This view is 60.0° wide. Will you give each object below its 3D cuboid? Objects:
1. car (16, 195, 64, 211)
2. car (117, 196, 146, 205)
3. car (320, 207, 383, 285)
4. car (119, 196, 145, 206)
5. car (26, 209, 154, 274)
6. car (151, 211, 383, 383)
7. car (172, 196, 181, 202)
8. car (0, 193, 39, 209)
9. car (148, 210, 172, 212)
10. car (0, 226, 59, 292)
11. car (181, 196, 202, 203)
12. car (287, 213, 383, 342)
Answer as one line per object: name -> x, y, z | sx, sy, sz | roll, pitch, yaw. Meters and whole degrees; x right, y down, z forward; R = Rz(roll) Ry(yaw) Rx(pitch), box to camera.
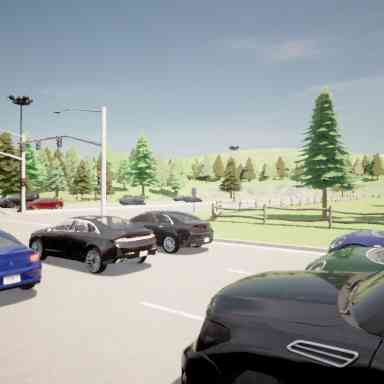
car -> -18.160, 1.478, 40.589 | 1.882, 1.535, 5.008 | 0, 0, 35
car -> -11.315, 1.548, 62.665 | 2.033, 1.411, 5.357 | 0, 0, 35
car -> 5.874, 1.352, 8.400 | 4.553, 1.767, 2.097 | 0, 0, 35
car -> -9.399, 1.564, 53.195 | 1.994, 1.385, 4.181 | 0, 0, 35
car -> -3.305, 1.492, 10.628 | 4.902, 1.511, 2.128 | 0, 0, 36
car -> 2.556, 1.221, 2.169 | 5.566, 2.045, 2.150 | 0, 0, 36
car -> -2.210, 1.519, 75.560 | 2.033, 1.411, 5.357 | 0, 0, 36
car -> -23.373, 1.221, 45.355 | 2.150, 2.045, 5.566 | 0, 0, 35
car -> -1.430, 1.505, 13.590 | 4.892, 1.490, 1.837 | 0, 0, 36
car -> -5.347, 1.526, 7.788 | 4.674, 1.442, 1.812 | 0, 0, 36
car -> 0.248, 1.563, 66.943 | 1.994, 1.385, 4.181 | 0, 0, 36
car -> 4.126, 1.352, 5.348 | 4.553, 1.767, 2.097 | 0, 0, 36
